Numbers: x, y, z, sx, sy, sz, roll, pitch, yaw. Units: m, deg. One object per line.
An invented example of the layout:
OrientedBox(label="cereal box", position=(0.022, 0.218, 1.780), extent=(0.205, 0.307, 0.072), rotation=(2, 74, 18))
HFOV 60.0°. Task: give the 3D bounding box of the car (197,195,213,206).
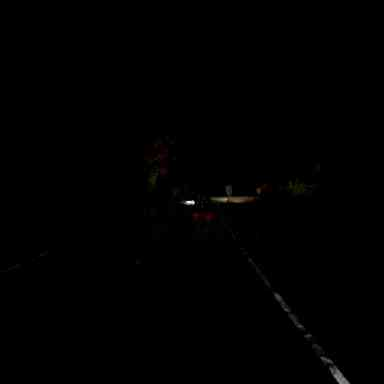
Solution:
OrientedBox(label="car", position=(1.855, 1.197, 47.089), extent=(2.033, 1.411, 5.357), rotation=(0, 0, 5))

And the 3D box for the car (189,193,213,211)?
OrientedBox(label="car", position=(1.182, 1.231, 35.488), extent=(2.128, 1.511, 4.902), rotation=(0, 1, 3))

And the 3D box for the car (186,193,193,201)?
OrientedBox(label="car", position=(0.029, 1.004, 65.878), extent=(2.128, 1.511, 4.902), rotation=(0, 0, 6))
